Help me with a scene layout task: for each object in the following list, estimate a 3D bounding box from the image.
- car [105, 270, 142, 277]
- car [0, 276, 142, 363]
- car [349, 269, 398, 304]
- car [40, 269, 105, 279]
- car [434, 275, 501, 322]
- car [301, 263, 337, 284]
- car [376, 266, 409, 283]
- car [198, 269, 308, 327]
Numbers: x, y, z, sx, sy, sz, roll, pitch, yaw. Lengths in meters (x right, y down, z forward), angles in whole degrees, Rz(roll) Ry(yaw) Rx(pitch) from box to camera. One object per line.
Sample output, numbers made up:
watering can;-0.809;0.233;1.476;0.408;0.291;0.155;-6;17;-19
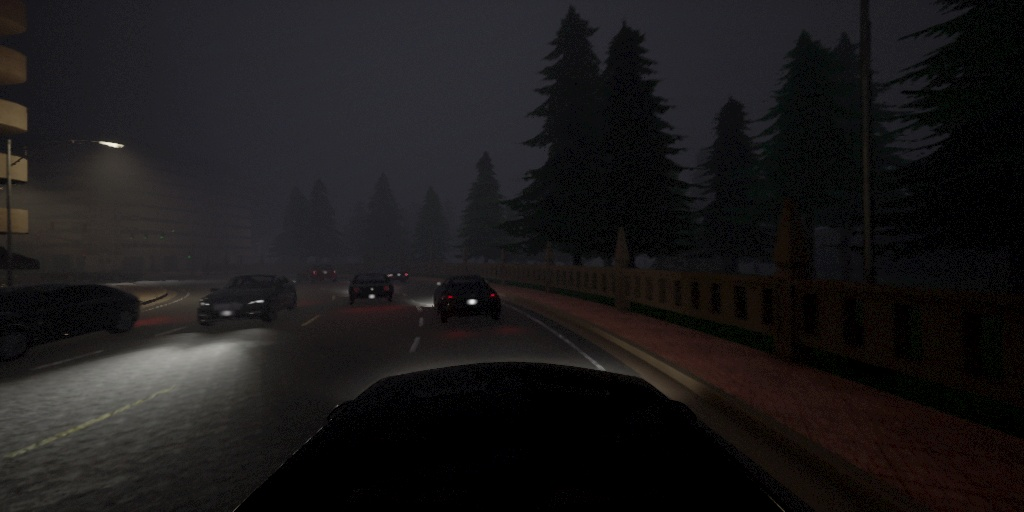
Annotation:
car;-42.705;2.146;38.671;4.718;1.301;1.895;-1;0;10
car;-11.488;1.446;8.570;1.837;1.490;4.892;0;0;-14
car;-7.003;1.499;17.735;1.895;1.301;4.718;-1;0;-23
car;-43.318;1.894;35.225;4.718;1.301;1.895;-1;0;10
car;-1.702;1.370;12.793;1.994;1.385;4.181;-1;0;-14
car;-17.153;1.441;31.413;4.553;1.767;2.097;-1;0;43
car;-10.336;1.527;29.611;2.033;1.411;5.357;-1;0;-40
car;-9.050;1.407;12.675;2.128;1.511;4.902;-1;0;-19
